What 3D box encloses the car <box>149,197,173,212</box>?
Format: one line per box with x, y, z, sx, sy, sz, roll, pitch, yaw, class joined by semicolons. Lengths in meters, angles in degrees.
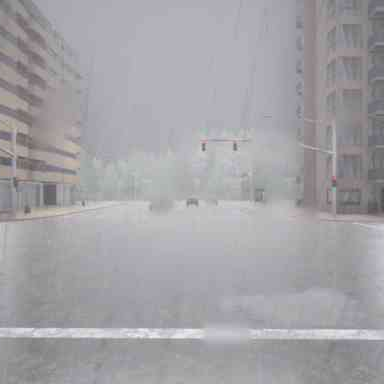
-3.624;1.351;38.272;2.097;1.767;4.553;0;0;0;car

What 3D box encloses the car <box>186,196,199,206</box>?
0.055;1.502;54.498;1.837;1.490;4.892;0;-1;0;car

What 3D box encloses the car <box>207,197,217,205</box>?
3.704;1.546;60.774;2.033;1.411;5.357;0;0;4;car
